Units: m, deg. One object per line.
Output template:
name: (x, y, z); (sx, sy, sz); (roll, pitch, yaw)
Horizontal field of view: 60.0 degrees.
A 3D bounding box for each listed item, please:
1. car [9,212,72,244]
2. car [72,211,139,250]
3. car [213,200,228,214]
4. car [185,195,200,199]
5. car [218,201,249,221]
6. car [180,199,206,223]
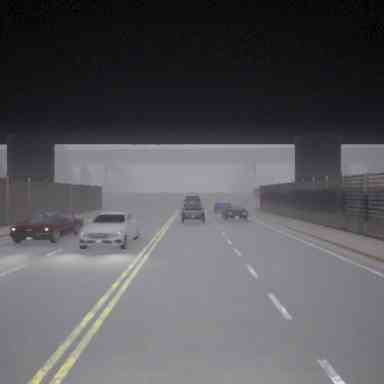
car: (-7.014, 1.704, 16.542); (1.895, 1.301, 4.718); (0, 0, 0)
car: (-3.530, 1.599, 14.932); (1.812, 1.442, 4.674); (0, -1, 0)
car: (3.558, 1.667, 38.980); (1.882, 1.535, 5.008); (0, 0, 0)
car: (0.059, 1.414, 39.882); (2.150, 2.045, 5.566); (0, -1, 0)
car: (3.573, 1.740, 28.589); (1.895, 1.301, 4.718); (0, 0, 0)
car: (0.076, 1.623, 26.788); (2.128, 1.511, 4.902); (0, 0, 0)
